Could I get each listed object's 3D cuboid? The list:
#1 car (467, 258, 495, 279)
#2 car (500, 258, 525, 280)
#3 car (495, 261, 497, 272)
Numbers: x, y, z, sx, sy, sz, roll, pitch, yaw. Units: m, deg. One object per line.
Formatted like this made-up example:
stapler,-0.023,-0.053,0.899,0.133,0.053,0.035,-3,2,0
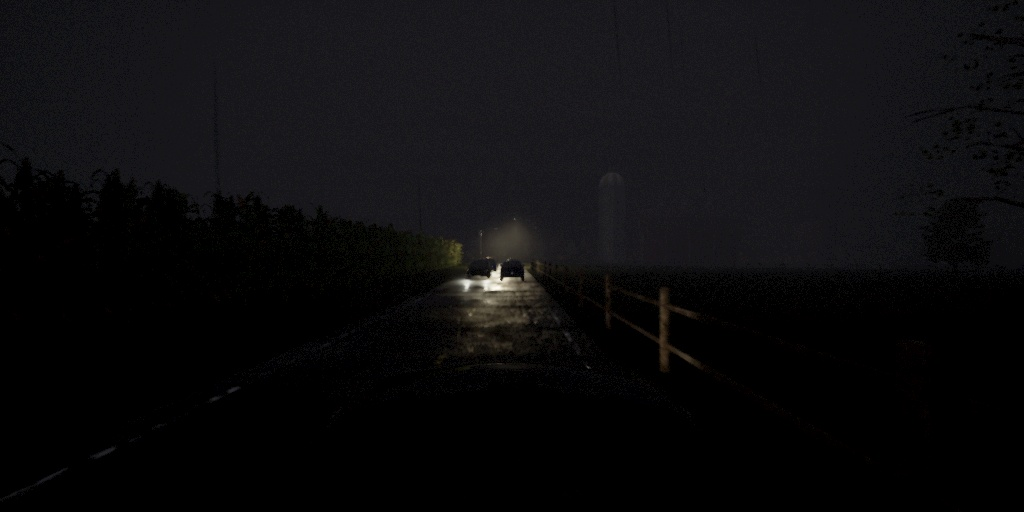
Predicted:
car,-2.748,1.081,31.151,1.882,1.535,5.008,0,0,0
car,0.031,1.090,29.180,1.882,1.535,5.008,0,1,1
car,-2.768,1.030,42.833,1.882,1.535,5.008,0,0,0
